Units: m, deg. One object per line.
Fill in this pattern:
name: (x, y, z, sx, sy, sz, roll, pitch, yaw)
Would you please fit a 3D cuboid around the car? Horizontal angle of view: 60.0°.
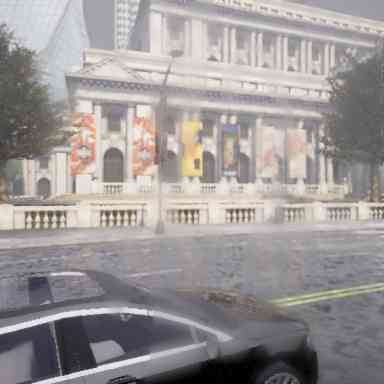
car: (-0.962, 1.490, 2.878, 4.902, 1.511, 2.128, 0, 0, -33)
